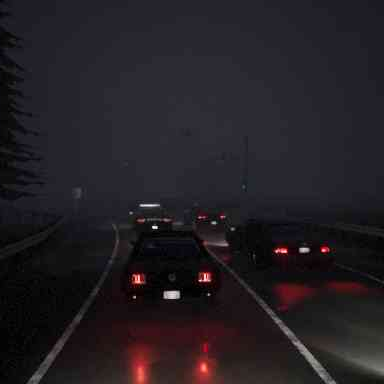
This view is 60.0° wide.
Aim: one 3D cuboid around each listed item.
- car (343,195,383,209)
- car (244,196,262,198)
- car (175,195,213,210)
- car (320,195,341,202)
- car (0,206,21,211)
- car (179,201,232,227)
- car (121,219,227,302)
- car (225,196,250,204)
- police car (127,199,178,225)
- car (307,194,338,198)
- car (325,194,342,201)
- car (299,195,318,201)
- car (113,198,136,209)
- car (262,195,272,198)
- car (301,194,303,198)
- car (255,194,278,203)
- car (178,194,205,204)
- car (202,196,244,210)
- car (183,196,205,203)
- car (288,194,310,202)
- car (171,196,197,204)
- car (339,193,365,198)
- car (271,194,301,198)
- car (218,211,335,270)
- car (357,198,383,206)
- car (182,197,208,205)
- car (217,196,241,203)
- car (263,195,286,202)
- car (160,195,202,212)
[{"bbox_3d":[23.674,1.547,45.204,5.357,1.411,2.033,0,0,-21],"label":"car"},{"bbox_3d":[10.142,1.505,62.743,4.892,1.490,1.837,0,0,-20],"label":"car"},{"bbox_3d":[0.284,1.352,43.893,4.553,1.767,2.097,0,0,-21],"label":"car"},{"bbox_3d":[33.397,1.525,80.048,4.902,1.511,2.128,0,0,-31],"label":"car"},{"bbox_3d":[-19.501,1.530,32.729,4.674,1.442,1.812,0,0,-21],"label":"car"},{"bbox_3d":[0.678,1.526,20.467,1.812,1.442,4.674,0,0,-13],"label":"car"},{"bbox_3d":[-0.601,1.601,8.312,1.895,1.301,4.718,0,0,-6],"label":"car"},{"bbox_3d":[8.974,1.525,66.013,4.674,1.442,1.812,0,0,-20],"label":"car"},{"bbox_3d":[-2.267,1.425,17.776,1.930,1.638,5.238,0,0,-13],"label":"police car"},{"bbox_3d":[27.118,1.478,69.089,5.008,1.535,1.882,0,0,-21],"label":"car"},{"bbox_3d":[37.004,1.325,86.797,4.553,1.767,2.097,0,0,-35],"label":"car"},{"bbox_3d":[28.406,1.552,81.251,4.181,1.385,1.994,0,0,-27],"label":"car"},{"bbox_3d":[-7.885,1.551,44.560,5.357,1.411,2.033,0,0,-21],"label":"car"},{"bbox_3d":[17.804,1.540,69.278,5.357,1.411,2.033,0,0,-21],"label":"car"},{"bbox_3d":[26.909,1.540,72.779,5.357,1.411,2.033,0,0,-23],"label":"car"},{"bbox_3d":[16.221,1.355,72.422,4.553,1.767,2.097,0,0,-21],"label":"car"},{"bbox_3d":[-0.060,1.352,62.669,4.553,1.767,2.097,0,0,-22],"label":"car"},{"bbox_3d":[3.417,1.493,41.332,4.902,1.511,2.128,0,0,-21],"label":"car"},{"bbox_3d":[0.331,1.552,70.190,4.181,1.385,1.994,0,0,-21],"label":"car"},{"bbox_3d":[24.278,1.355,75.501,4.553,1.767,2.097,0,0,-21],"label":"car"},{"bbox_3d":[-1.583,1.491,65.810,4.902,1.511,2.128,0,0,-20],"label":"car"},{"bbox_3d":[29.399,1.222,58.600,5.566,2.045,2.150,0,0,-21],"label":"car"},{"bbox_3d":[18.669,1.525,65.886,4.674,1.442,1.812,0,0,-20],"label":"car"},{"bbox_3d":[2.542,1.547,11.065,2.033,1.411,5.357,0,0,-8],"label":"car"},{"bbox_3d":[29.814,1.601,55.018,4.718,1.301,1.895,0,0,-21],"label":"car"},{"bbox_3d":[0.497,1.564,59.139,4.181,1.385,1.994,0,0,-21],"label":"car"},{"bbox_3d":[7.797,1.524,69.257,4.674,1.442,1.812,0,0,-21],"label":"car"},{"bbox_3d":[19.140,1.500,77.259,4.892,1.490,1.837,0,0,-21],"label":"car"},{"bbox_3d":[-1.682,1.355,35.676,4.553,1.767,2.097,0,0,-21],"label":"car"}]
